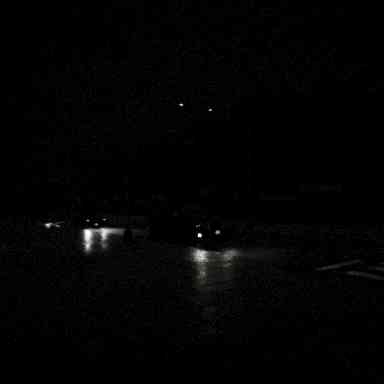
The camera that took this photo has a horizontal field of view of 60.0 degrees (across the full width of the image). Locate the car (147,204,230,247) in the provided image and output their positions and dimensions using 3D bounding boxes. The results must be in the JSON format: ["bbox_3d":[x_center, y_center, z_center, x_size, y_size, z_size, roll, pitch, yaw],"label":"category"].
[{"bbox_3d":[-0.392,1.654,17.964,2.150,2.045,5.566,0,-2,-36],"label":"car"}]

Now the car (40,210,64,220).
[{"bbox_3d":[-18.639,2.940,43.554,1.994,1.385,4.181,0,-2,-36],"label":"car"}]

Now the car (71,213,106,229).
[{"bbox_3d":[-9.620,2.625,30.824,1.895,1.301,4.718,0,-2,-36],"label":"car"}]
